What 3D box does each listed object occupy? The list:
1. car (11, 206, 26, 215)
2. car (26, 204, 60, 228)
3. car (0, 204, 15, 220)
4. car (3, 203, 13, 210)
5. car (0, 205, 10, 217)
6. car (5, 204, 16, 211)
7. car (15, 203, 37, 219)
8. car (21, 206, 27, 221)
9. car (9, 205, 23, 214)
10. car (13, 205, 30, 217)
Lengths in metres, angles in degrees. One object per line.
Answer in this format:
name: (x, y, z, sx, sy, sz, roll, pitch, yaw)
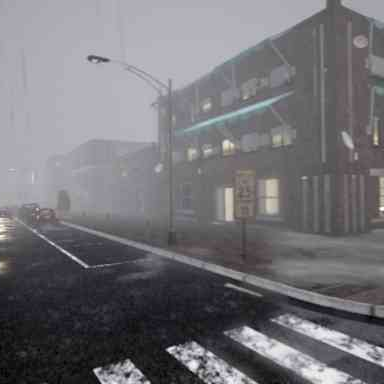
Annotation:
car: (-27.384, 2.859, 52.481, 1.802, 1.307, 4.206, -2, 0, -31)
car: (-12.568, 2.103, 28.281, 1.967, 1.590, 4.097, -2, 0, -31)
car: (-22.088, 2.487, 38.869, 2.128, 1.511, 4.902, -1, -1, -32)
car: (-45.149, 3.566, 81.537, 1.887, 1.381, 4.507, -2, 0, -31)
car: (-27.462, 2.710, 47.650, 2.128, 1.511, 4.902, -1, -1, -31)
car: (-39.317, 3.302, 71.997, 1.752, 1.417, 4.829, -2, 0, -31)
car: (-18.511, 2.223, 37.955, 2.192, 1.841, 5.009, -2, 0, -31)
car: (-15.542, 2.367, 33.110, 1.802, 1.307, 4.206, -2, 0, -31)
car: (-30.345, 2.983, 57.324, 1.802, 1.307, 4.206, -2, 0, -31)
car: (-24.514, 2.683, 47.784, 1.752, 1.417, 4.829, -2, 0, -31)
